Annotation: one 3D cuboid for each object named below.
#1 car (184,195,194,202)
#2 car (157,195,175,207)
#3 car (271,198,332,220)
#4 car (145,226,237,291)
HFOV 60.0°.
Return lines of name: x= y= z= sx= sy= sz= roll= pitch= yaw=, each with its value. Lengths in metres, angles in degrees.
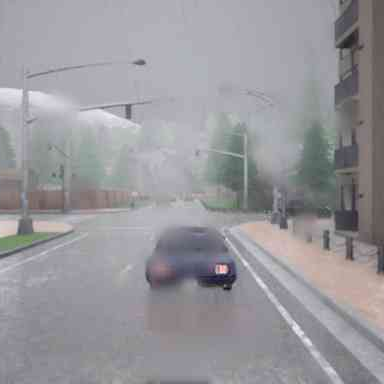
car: x=-0.622 y=1.321 z=68.751 sx=2.033 sy=1.411 sz=5.357 roll=0 pitch=0 yaw=-1
car: x=-4.015 y=1.383 z=48.402 sx=2.033 sy=1.411 sz=5.357 roll=0 pitch=0 yaw=0
car: x=8.784 y=1.275 z=26.845 sx=4.553 sy=1.767 sz=2.097 roll=0 pitch=0 yaw=-2
car: x=-0.018 y=1.570 z=8.905 sx=1.895 sy=1.301 sz=4.718 roll=0 pitch=0 yaw=0
